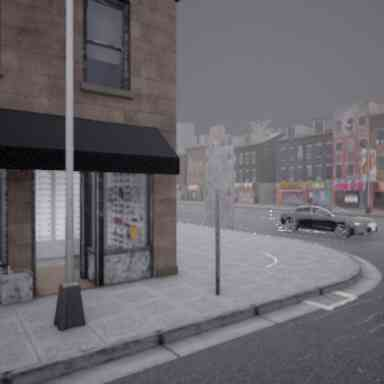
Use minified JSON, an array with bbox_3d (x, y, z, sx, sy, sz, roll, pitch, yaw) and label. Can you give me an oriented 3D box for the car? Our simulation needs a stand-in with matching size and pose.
[{"bbox_3d":[6.792,1.398,17.040,2.128,1.511,4.902,0,1,-36],"label":"car"}]
